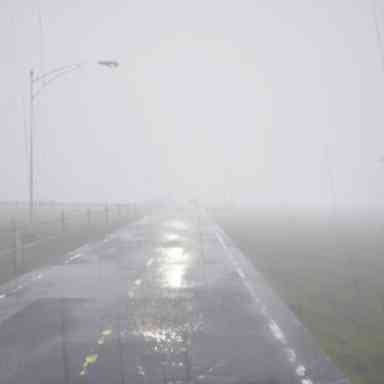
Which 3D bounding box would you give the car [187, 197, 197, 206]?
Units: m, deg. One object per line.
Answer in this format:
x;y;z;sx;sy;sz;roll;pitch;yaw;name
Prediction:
0.040;1.764;62.454;2.128;1.511;4.902;0;0;0;car

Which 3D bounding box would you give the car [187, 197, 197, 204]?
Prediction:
0.047;1.783;72.772;2.128;1.511;4.902;0;0;0;car
